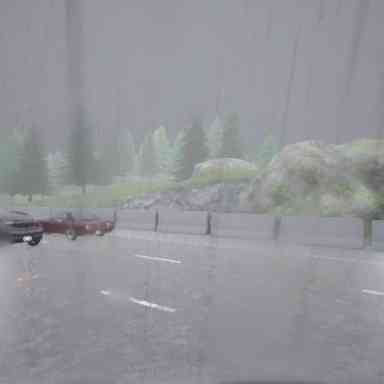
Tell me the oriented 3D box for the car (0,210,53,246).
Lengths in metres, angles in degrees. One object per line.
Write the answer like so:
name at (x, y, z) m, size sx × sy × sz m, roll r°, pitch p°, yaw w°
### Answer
car at (-8.220, 1.529, 14.032) m, size 4.892 × 1.490 × 1.837 m, roll 0°, pitch 0°, yaw 36°

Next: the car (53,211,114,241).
car at (-6.212, 1.629, 16.899) m, size 4.718 × 1.301 × 1.895 m, roll 0°, pitch 0°, yaw 36°
